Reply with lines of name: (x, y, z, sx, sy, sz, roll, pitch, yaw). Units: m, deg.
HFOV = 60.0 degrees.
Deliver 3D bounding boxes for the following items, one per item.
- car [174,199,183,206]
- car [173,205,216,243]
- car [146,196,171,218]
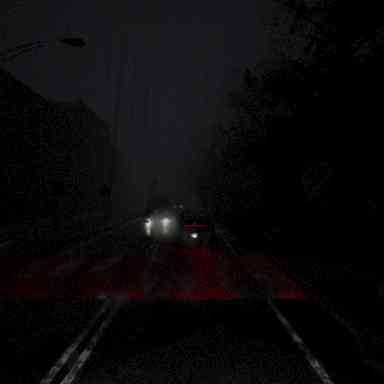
car: (-2.943, 2.364, 74.866, 2.033, 1.411, 5.357, 0, -1, 0)
car: (0.118, 1.627, 16.664, 1.837, 1.490, 4.892, 0, 0, 0)
car: (-3.279, 1.444, 33.516, 2.150, 2.045, 5.566, 0, -1, 0)
